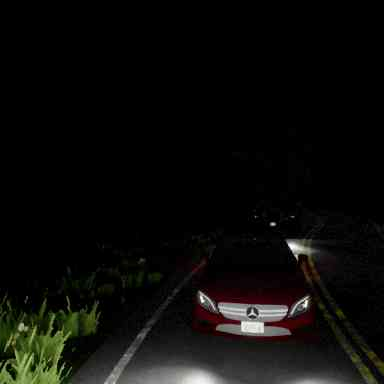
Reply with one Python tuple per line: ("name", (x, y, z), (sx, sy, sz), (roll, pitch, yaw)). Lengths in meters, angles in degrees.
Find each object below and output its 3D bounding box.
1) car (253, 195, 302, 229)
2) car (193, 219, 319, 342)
("car", (4.984, 1.213, 18.879), (2.150, 2.045, 5.566), (-2, -1, 22))
("car", (1.224, 1.533, 6.704), (1.812, 1.442, 4.674), (-1, 0, 11))
